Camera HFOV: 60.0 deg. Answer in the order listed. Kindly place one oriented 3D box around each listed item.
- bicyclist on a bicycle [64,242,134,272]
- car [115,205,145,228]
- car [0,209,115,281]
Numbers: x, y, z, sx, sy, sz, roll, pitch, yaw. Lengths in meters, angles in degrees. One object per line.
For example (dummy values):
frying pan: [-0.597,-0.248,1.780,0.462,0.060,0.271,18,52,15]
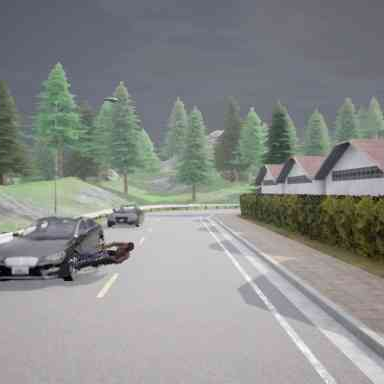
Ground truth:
bicyclist on a bicycle: [-2.229,1.650,8.435,1.620,0.582,1.656,-19,-22,0]
car: [-4.329,1.564,22.281,1.994,1.385,4.181,0,0,-1]
car: [-3.949,1.489,9.934,2.128,1.511,4.902,0,0,-2]
